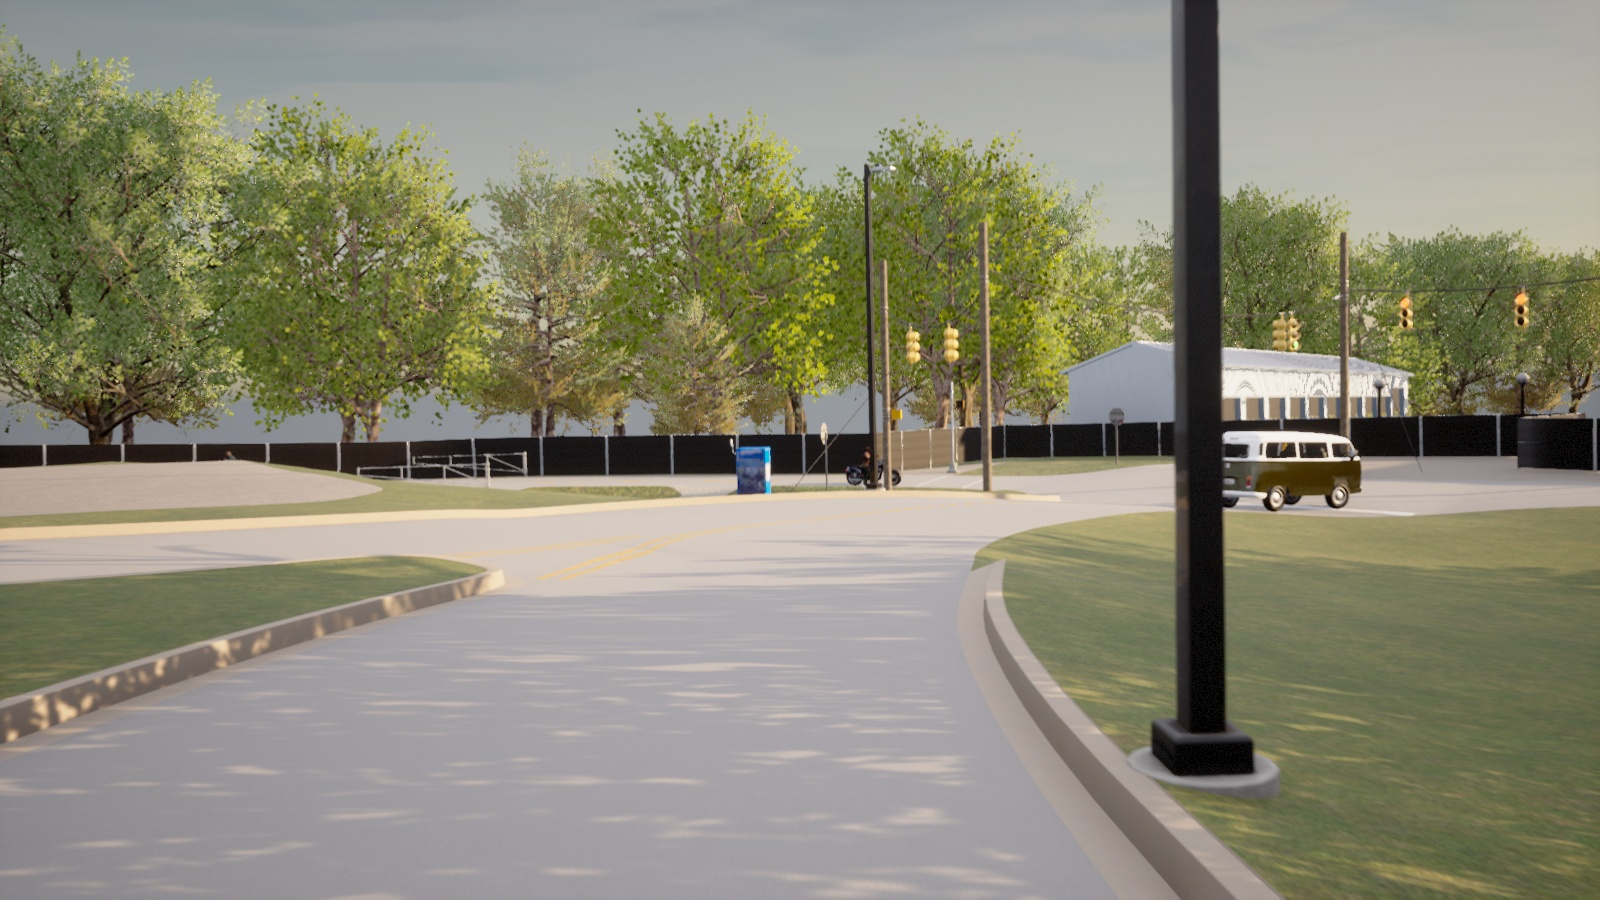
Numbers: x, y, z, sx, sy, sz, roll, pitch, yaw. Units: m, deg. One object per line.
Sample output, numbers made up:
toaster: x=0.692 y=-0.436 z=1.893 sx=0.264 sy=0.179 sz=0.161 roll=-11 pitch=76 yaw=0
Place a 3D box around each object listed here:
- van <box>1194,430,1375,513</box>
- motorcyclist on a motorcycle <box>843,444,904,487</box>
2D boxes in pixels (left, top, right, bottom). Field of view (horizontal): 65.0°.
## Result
van: x=12.823 y=0.513 z=33.203 sx=4.480 sy=2.038 sz=2.069 roll=0 pitch=2 yaw=-30
motorcyclist on a motorcycle: x=2.981 y=0.624 z=50.851 sx=2.350 sy=1.649 sz=0.766 roll=1 pitch=3 yaw=20
